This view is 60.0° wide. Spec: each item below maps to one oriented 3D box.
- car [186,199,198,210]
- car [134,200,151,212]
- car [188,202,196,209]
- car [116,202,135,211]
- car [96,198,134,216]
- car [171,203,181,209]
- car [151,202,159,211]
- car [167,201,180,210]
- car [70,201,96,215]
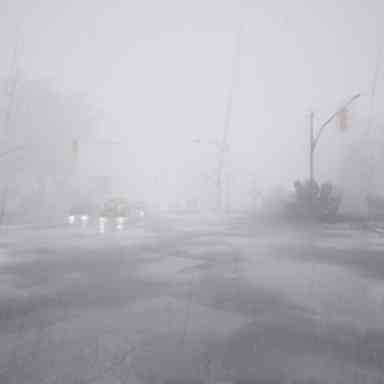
[{"bbox_3d":[-0.010,2.444,62.597,2.150,2.045,5.566,0,-3,0],"label":"car"},{"bbox_3d":[-7.088,1.888,44.624,1.837,1.490,4.892,0,-2,0],"label":"car"},{"bbox_3d":[-0.011,3.018,72.991,1.882,1.535,5.008,0,-3,0],"label":"car"},{"bbox_3d":[-10.533,2.327,53.085,2.033,1.411,5.357,0,-3,0],"label":"car"},{"bbox_3d":[-7.098,1.326,31.223,2.097,1.767,4.553,0,-1,0],"label":"car"},{"bbox_3d":[-3.511,3.080,72.987,2.033,1.411,5.357,0,-3,0],"label":"car"},{"bbox_3d":[-7.036,2.608,60.327,2.128,1.511,4.902,0,-3,0],"label":"car"},{"bbox_3d":[-3.510,2.591,62.947,2.097,1.767,4.553,0,-3,0],"label":"car"},{"bbox_3d":[-10.595,1.574,33.181,1.994,1.385,4.181,0,-1,0],"label":"car"}]
